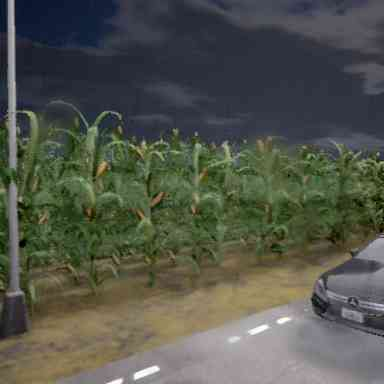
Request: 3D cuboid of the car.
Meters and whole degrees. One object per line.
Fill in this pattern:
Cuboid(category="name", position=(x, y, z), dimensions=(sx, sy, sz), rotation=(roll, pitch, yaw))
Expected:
Cuboid(category="car", position=(4.159, 1.486, 6.157), dimensions=(4.674, 1.442, 1.812), rotation=(-1, 0, -37))
